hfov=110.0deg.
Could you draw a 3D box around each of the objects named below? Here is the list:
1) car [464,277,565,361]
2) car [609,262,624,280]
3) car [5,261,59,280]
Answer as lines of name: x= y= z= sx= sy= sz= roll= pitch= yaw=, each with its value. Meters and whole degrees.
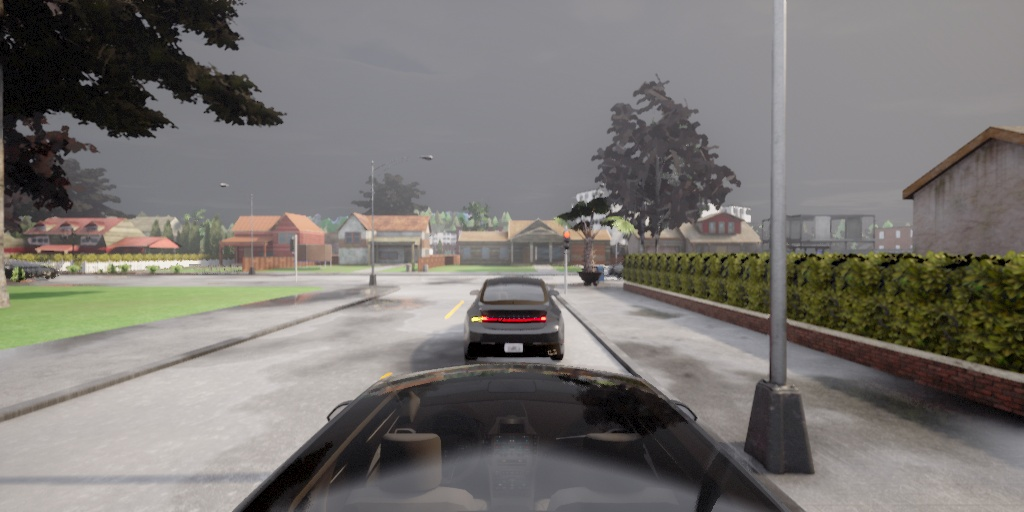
car: x=0.052 y=1.214 z=8.184 sx=1.837 sy=1.490 sz=4.892 roll=0 pitch=0 yaw=1
car: x=9.799 y=1.083 z=26.945 sx=4.902 sy=1.511 sz=2.128 roll=0 pitch=0 yaw=0
car: x=-37.066 y=1.098 z=26.808 sx=4.892 sy=1.490 sz=1.837 roll=0 pitch=0 yaw=0
